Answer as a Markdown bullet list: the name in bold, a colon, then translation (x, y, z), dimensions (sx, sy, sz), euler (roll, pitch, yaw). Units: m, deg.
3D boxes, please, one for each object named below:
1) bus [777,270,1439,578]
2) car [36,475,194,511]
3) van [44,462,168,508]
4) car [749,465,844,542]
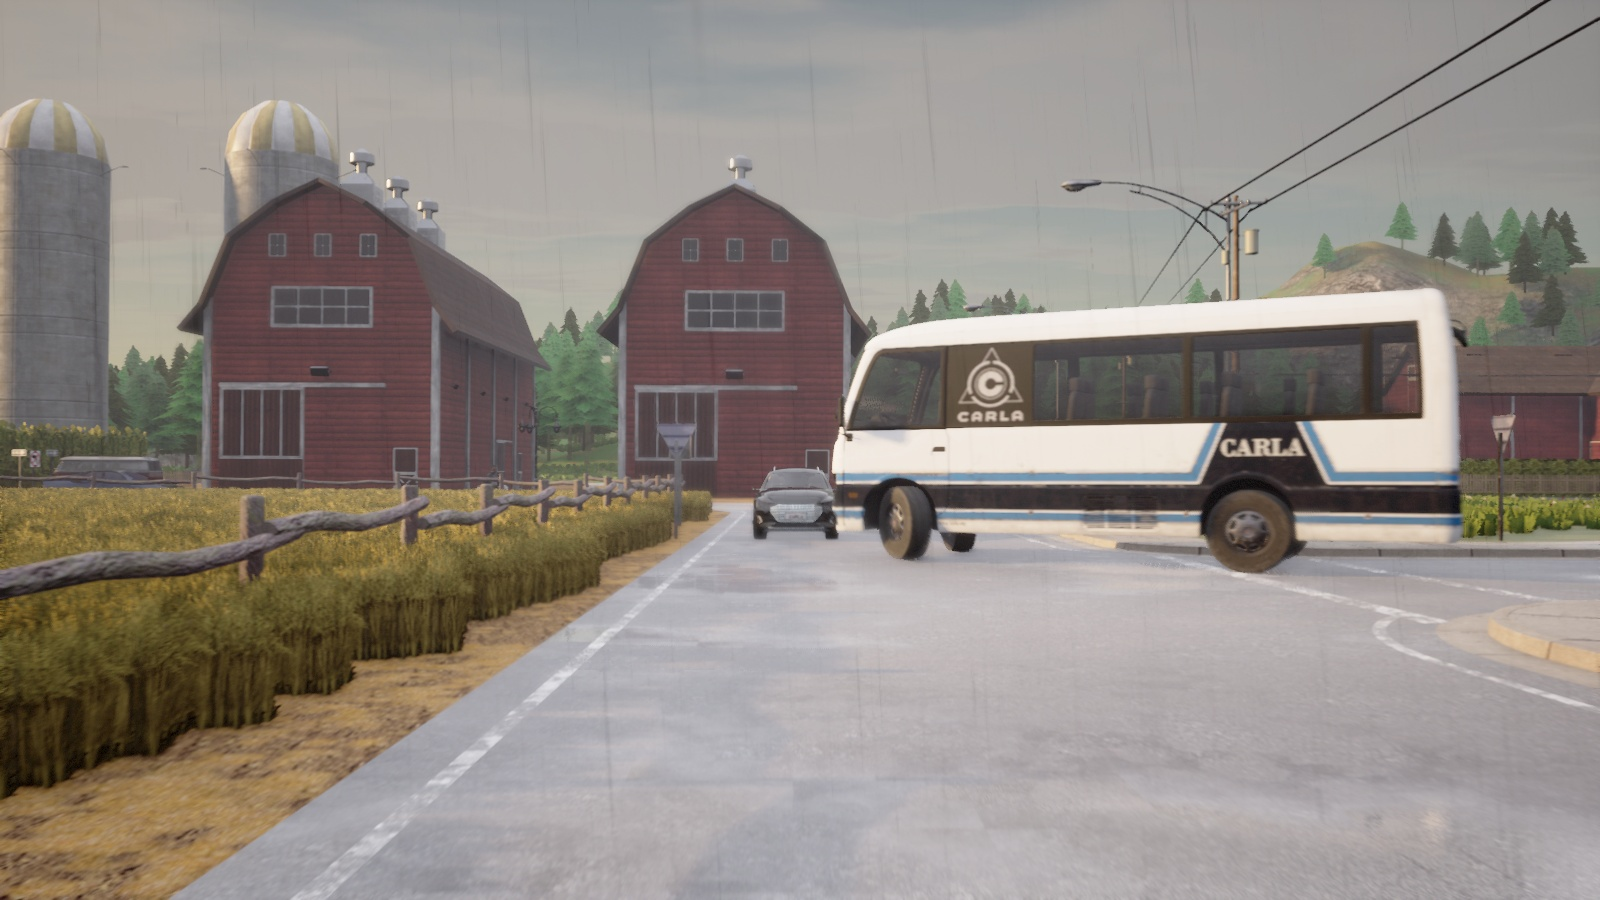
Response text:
- **bus**: translation (5.092, -0.261, 21.462), dimensions (10.273, 4.253, 3.944), euler (-1, -1, 28)
- **car**: translation (-28.143, 1.753, 51.745), dimensions (5.357, 1.411, 2.033), euler (0, -1, -3)
- **van**: translation (-30.385, 1.517, 55.062), dimensions (4.442, 1.987, 1.775), euler (0, -1, -3)
- **car**: translation (-0.079, 1.188, 29.505), dimensions (2.033, 1.649, 4.856), euler (0, -1, 0)
